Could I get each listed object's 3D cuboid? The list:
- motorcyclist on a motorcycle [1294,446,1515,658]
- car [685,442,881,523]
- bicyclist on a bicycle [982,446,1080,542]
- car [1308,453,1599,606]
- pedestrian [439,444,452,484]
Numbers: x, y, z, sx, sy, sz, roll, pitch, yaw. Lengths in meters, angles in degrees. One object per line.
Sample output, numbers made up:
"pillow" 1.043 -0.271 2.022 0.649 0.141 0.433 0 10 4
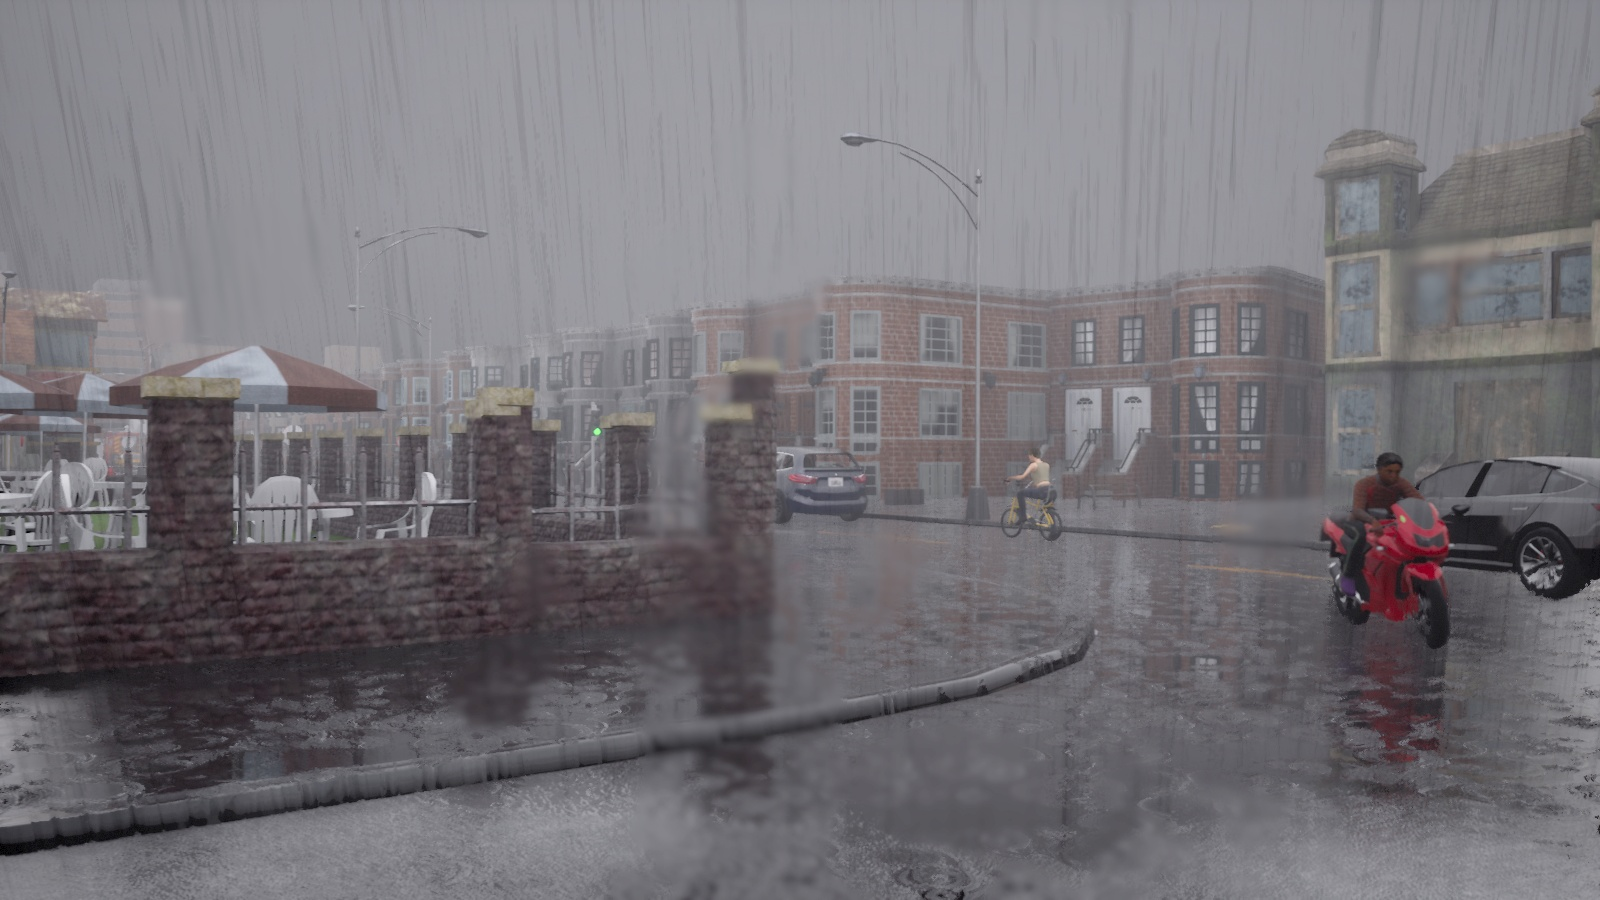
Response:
"motorcyclist on a motorcycle" 4.847 0.755 10.253 0.797 1.523 2.044 -3 0 2
"car" -0.490 0.678 28.445 2.242 1.667 4.611 0 0 -35
"bicyclist on a bicycle" 4.023 0.745 21.910 0.866 1.612 1.509 0 0 -34
"car" 8.363 0.782 14.660 2.163 1.488 4.792 0 0 -12
"pedestrian" -16.561 0.656 58.639 0.370 1.835 0.726 0 0 -35
